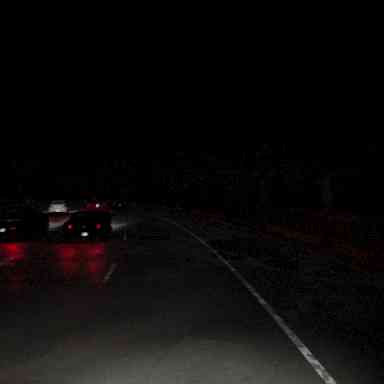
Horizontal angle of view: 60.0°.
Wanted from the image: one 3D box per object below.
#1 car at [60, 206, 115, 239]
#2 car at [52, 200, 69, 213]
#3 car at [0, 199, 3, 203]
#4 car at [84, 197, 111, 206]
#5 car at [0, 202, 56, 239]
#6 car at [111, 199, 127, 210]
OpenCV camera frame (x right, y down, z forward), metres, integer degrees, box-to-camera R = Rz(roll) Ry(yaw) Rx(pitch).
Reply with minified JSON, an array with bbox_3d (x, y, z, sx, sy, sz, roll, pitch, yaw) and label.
[{"bbox_3d":[-5.247,1.601,17.220,1.895,1.301,4.718,0,0,-10],"label":"car"},{"bbox_3d":[-13.282,1.525,33.088,1.812,1.442,4.674,0,0,-20],"label":"car"},{"bbox_3d":[-28.206,1.477,47.470,1.882,1.535,5.008,0,0,-32],"label":"car"},{"bbox_3d":[-9.718,1.352,33.479,2.097,1.767,4.553,0,0,-20],"label":"car"},{"bbox_3d":[-8.854,1.490,17.227,2.128,1.511,4.902,0,0,-10],"label":"car"},{"bbox_3d":[-9.650,1.563,42.589,1.994,1.385,4.181,0,0,-24],"label":"car"}]
